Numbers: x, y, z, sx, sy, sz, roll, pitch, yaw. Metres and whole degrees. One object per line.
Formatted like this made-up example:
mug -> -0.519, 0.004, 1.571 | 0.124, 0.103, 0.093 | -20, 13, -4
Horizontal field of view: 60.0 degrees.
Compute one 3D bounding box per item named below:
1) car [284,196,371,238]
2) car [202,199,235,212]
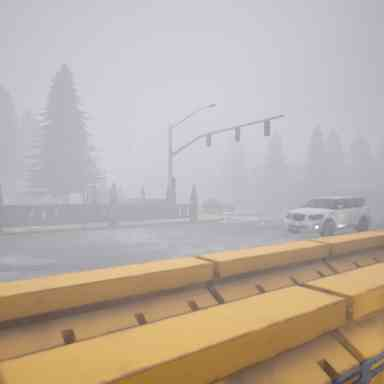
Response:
car -> 7.402, 1.222, 17.886 | 5.566, 2.045, 2.150 | 0, 0, -36
car -> 3.052, 1.526, 39.655 | 1.812, 1.442, 4.674 | 0, 0, -35
